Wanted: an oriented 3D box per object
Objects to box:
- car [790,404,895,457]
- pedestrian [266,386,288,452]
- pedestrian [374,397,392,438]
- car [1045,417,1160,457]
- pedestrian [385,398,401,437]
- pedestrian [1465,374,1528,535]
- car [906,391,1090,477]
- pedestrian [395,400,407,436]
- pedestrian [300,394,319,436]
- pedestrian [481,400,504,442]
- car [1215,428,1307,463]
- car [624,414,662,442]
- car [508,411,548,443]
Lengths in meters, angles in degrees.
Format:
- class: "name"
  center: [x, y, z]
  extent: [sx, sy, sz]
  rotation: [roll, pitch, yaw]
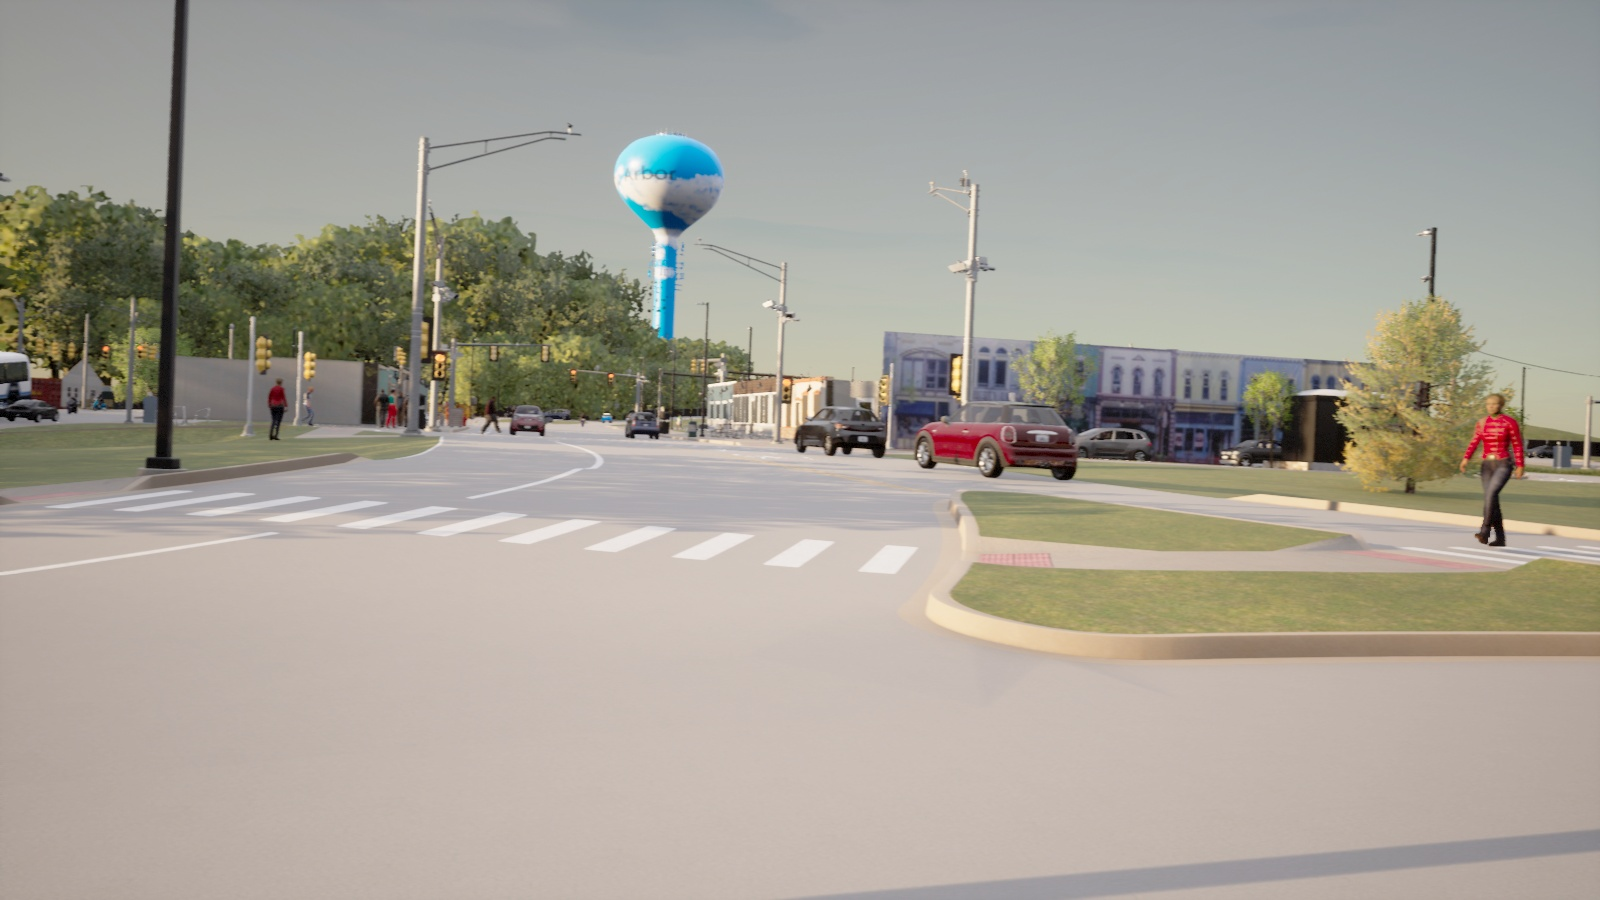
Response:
- class: "car"
  center: [1.210, -0.593, 37.796]
  extent: [1.816, 1.474, 4.193]
  rotation: [1, 1, -18]
- class: "pedestrian"
  center: [-14.881, -0.868, 35.722]
  extent: [0.331, 1.846, 0.636]
  rotation: [1, 0, -1]
- class: "pedestrian"
  center: [-19.393, -1.516, 58.374]
  extent: [0.563, 1.883, 0.849]
  rotation: [1, 0, -31]
- class: "car"
  center: [14.037, -0.594, 58.411]
  extent: [4.611, 1.667, 2.242]
  rotation: [2, 0, -13]
- class: "pedestrian"
  center: [-19.119, -1.521, 58.937]
  extent: [0.345, 1.836, 0.594]
  rotation: [1, 0, 31]
- class: "pedestrian"
  center: [8.147, 0.051, 14.689]
  extent: [0.636, 1.846, 0.331]
  rotation: [1, 0, -30]
- class: "car"
  center: [4.396, -0.420, 28.738]
  extent: [2.097, 1.767, 4.553]
  rotation: [1, 2, -21]
- class: "pedestrian"
  center: [-20.838, -1.671, 65.589]
  extent: [0.540, 1.848, 0.694]
  rotation: [1, 0, -13]
- class: "pedestrian"
  center: [-21.611, -1.524, 55.305]
  extent: [0.706, 1.836, 0.354]
  rotation: [1, 0, -8]
- class: "pedestrian"
  center: [-13.885, -1.306, 56.648]
  extent: [0.899, 1.844, 0.634]
  rotation: [1, 0, -7]
- class: "car"
  center: [22.131, -0.226, 60.320]
  extent: [3.705, 1.549, 1.789]
  rotation: [2, 0, -13]
- class: "car"
  center: [-9.538, -1.309, 76.084]
  extent: [1.851, 1.617, 3.988]
  rotation: [1, 1, -14]
- class: "car"
  center: [-13.391, -1.129, 62.037]
  extent: [1.845, 1.501, 3.633]
  rotation: [1, 1, -12]
